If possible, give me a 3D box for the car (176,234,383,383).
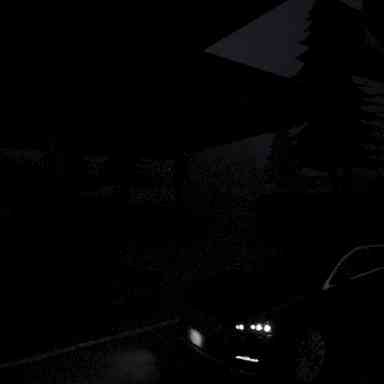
[{"bbox_3d":[2.051,1.500,5.441,4.902,1.511,2.128,0,0,-35],"label":"car"}]

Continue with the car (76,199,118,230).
[{"bbox_3d":[-7.198,1.490,19.899,4.611,1.667,2.242,0,0,-36],"label":"car"}]

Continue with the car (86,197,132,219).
[{"bbox_3d":[-7.000,1.330,27.029,3.866,1.878,1.905,0,0,-36],"label":"car"}]
